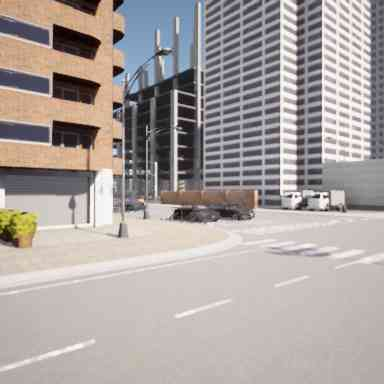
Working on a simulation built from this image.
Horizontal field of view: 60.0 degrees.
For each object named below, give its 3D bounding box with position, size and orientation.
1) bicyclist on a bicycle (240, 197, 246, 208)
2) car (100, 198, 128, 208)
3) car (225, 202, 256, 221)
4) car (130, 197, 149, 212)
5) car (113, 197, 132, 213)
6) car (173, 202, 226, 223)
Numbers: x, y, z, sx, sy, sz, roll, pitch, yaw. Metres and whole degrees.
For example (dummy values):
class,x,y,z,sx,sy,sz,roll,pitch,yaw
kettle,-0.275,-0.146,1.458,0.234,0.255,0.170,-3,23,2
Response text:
class,x,y,z,sx,sy,sz,roll,pitch,yaw
bicyclist on a bicycle,6.513,1.435,43.081,1.656,1.620,0.582,0,0,-40
car,-12.310,1.665,52.279,2.033,1.411,5.357,0,0,-40
car,3.206,1.609,28.470,1.837,1.490,4.892,0,0,-40
car,-7.054,1.671,40.562,1.994,1.385,4.181,0,0,-40
car,-9.045,1.625,37.509,1.812,1.442,4.674,0,0,-41
car,0.329,1.662,26.453,1.994,1.385,4.181,0,0,-40
